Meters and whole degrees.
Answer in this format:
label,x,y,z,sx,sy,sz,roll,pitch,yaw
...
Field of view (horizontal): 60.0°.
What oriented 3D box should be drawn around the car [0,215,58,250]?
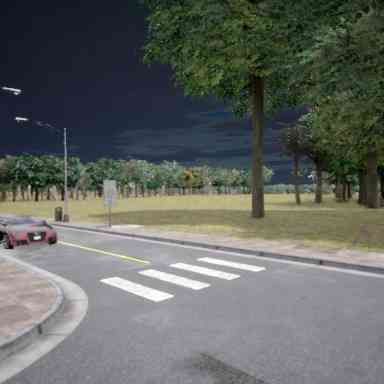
label,x,y,z,sx,sy,sz,roll,pitch,yaw
car,-7.977,1.794,15.655,1.994,1.385,4.181,-1,0,-44
